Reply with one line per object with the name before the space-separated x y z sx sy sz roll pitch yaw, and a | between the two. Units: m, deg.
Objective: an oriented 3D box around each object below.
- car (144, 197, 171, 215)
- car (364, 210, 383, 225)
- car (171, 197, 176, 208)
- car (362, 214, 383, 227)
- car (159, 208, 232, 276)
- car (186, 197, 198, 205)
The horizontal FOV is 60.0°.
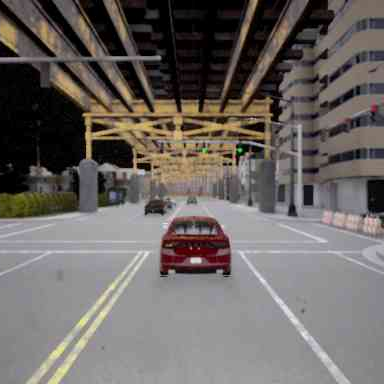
car | -3.584 1.467 33.427 1.882 1.535 5.008 0 0 1
car | 13.634 1.288 21.007 4.536 1.218 1.853 0 0 25
car | -3.594 1.551 43.266 1.994 1.385 4.181 0 0 0
car | 13.586 1.445 21.028 4.974 1.542 2.038 0 0 25
car | 0.068 1.474 10.374 1.882 1.535 5.008 0 0 -1
car | -0.006 1.529 58.876 2.033 1.411 5.357 0 0 0
